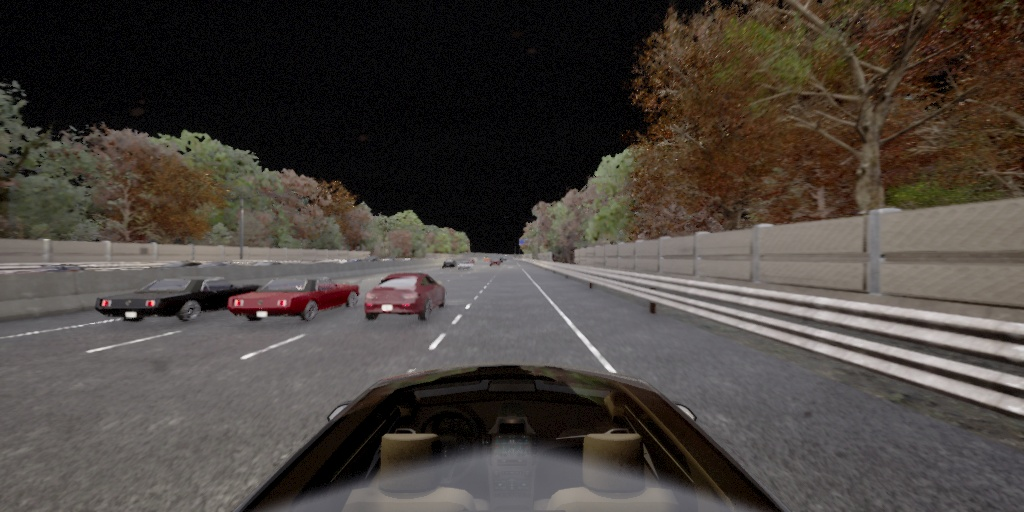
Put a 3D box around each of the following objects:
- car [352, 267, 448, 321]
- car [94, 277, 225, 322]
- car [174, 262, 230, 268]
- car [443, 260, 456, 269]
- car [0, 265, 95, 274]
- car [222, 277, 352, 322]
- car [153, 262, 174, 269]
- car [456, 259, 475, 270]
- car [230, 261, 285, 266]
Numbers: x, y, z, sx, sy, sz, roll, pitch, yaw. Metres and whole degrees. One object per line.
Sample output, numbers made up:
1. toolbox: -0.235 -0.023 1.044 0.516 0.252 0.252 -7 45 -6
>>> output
1. car: -3.502 1.290 12.367 1.812 1.442 4.674 0 0 0
2. car: -10.502 1.339 12.112 1.895 1.301 4.718 0 0 0
3. car: -24.545 1.224 29.820 2.128 1.511 4.902 0 0 1
4. car: -10.525 1.339 61.347 1.882 1.535 5.008 0 0 0
5. car: -31.568 1.295 24.664 1.895 1.301 4.718 0 0 0
6. car: -7.003 1.352 12.273 1.895 1.301 4.718 0 0 0
7. car: -28.034 1.228 30.420 1.837 1.490 4.892 0 -1 1
8. car: -7.021 1.459 55.415 1.895 1.301 4.718 0 0 0
9. car: -21.049 1.224 30.701 1.882 1.535 5.008 0 0 0
